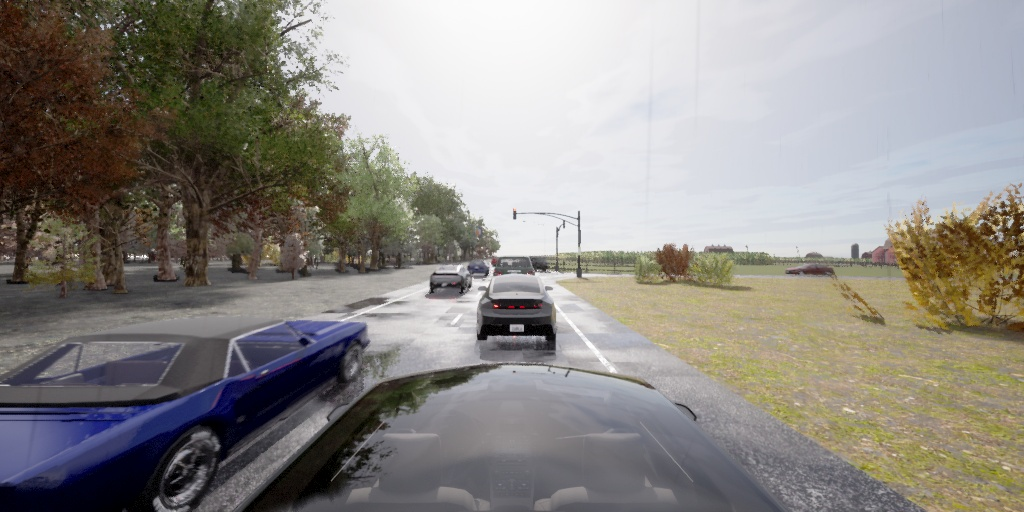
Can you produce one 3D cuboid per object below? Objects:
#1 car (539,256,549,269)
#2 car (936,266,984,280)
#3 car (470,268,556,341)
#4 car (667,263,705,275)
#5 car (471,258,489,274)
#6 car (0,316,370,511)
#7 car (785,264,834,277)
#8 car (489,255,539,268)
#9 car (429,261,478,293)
[{"bbox_3d":[2.522,1.009,48.227,2.150,2.045,5.566,-1,2,-38],"label":"car"},{"bbox_3d":[48.935,1.807,39.221,4.674,1.442,1.812,1,-1,0],"label":"car"},{"bbox_3d":[0.101,1.257,9.895,1.837,1.490,4.892,0,0,0],"label":"car"},{"bbox_3d":[20.882,1.561,42.951,4.674,1.442,1.812,1,-1,0],"label":"car"},{"bbox_3d":[-3.397,1.108,36.700,2.097,1.767,4.553,0,0,0],"label":"car"},{"bbox_3d":[-3.400,1.351,4.137,1.895,1.301,4.718,0,0,0],"label":"car"},{"bbox_3d":[35.496,1.673,42.878,5.008,1.535,1.882,0,-1,0],"label":"car"},{"bbox_3d":[0.104,0.976,19.810,2.150,2.045,5.566,0,0,0],"label":"car"},{"bbox_3d":[-3.399,1.245,20.505,2.128,1.511,4.902,0,0,0],"label":"car"}]
